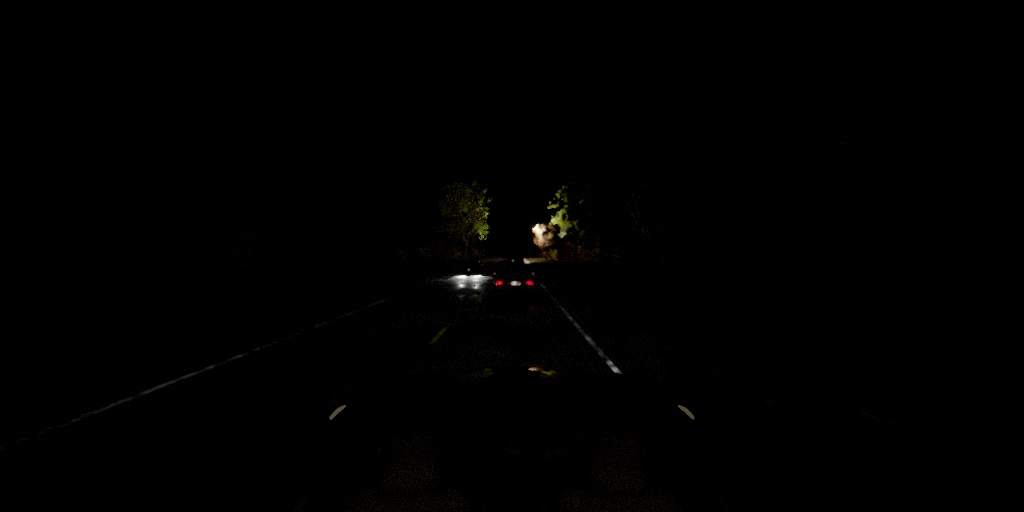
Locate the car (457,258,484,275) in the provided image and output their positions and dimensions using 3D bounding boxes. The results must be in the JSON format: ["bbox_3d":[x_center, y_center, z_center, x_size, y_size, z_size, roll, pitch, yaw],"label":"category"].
[{"bbox_3d":[-3.496,0.903,31.001,1.994,1.385,4.181,0,1,0],"label":"car"}]

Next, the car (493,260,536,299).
[{"bbox_3d":[0.094,1.083,16.558,2.033,1.411,5.357,0,1,0],"label":"car"}]

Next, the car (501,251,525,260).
[{"bbox_3d":[0.097,0.486,35.732,2.150,2.045,5.566,0,1,0],"label":"car"}]
